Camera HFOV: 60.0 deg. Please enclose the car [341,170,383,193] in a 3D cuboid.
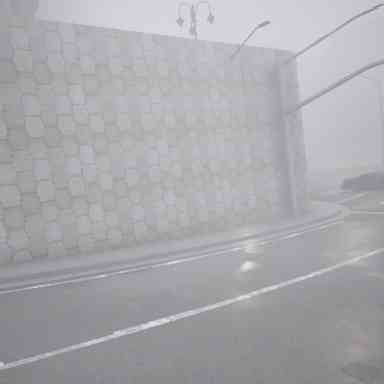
[{"bbox_3d":[12.977,-0.729,22.589,2.033,1.411,5.357,-11,6,-35],"label":"car"}]
